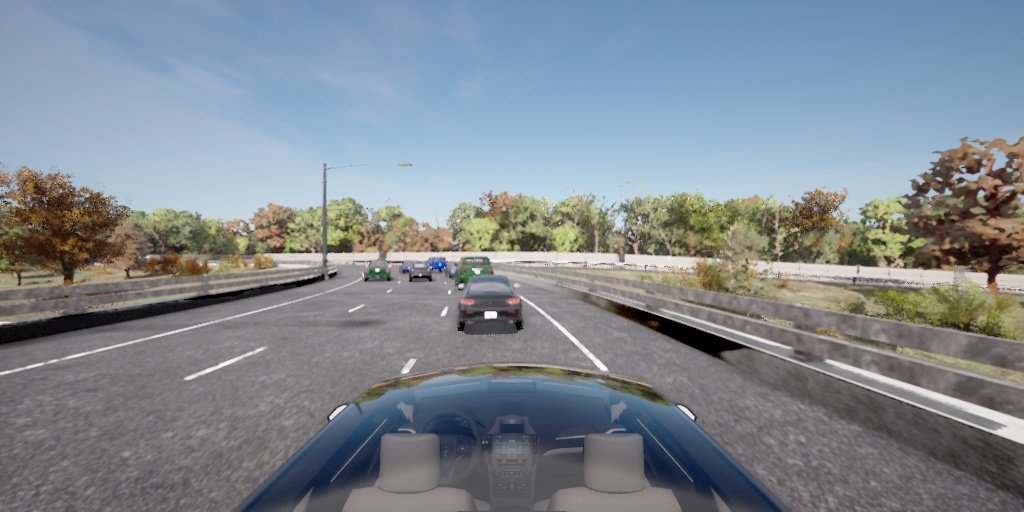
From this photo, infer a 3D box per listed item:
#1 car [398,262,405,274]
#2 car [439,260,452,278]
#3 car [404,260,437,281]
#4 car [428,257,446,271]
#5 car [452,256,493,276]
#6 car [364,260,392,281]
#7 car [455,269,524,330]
[{"bbox_3d":[-13.019,1.461,44.897,1.994,1.385,4.181,0,0,-23],"label":"car"},{"bbox_3d":[-5.492,1.391,34.972,2.033,1.411,5.357,0,0,-17],"label":"car"},{"bbox_3d":[-7.970,1.339,31.119,2.128,1.511,4.902,0,0,-15],"label":"car"},{"bbox_3d":[-9.878,1.109,46.485,2.150,2.045,5.566,0,0,-23],"label":"car"},{"bbox_3d":[-2.513,1.027,23.203,2.150,2.045,5.566,0,0,-11],"label":"car"},{"bbox_3d":[-11.726,1.217,31.541,2.097,1.767,4.553,0,0,-18],"label":"car"},{"bbox_3d":[-0.702,1.300,11.203,1.812,1.442,4.674,0,0,-4],"label":"car"}]
